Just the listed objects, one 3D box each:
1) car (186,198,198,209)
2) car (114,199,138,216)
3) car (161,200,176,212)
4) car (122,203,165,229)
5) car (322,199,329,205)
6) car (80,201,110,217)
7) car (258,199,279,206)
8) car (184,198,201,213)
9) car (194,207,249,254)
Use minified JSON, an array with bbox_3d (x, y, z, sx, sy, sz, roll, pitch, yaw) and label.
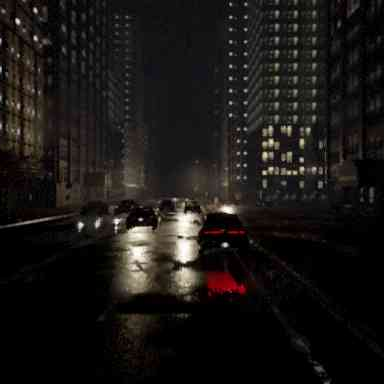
[{"bbox_3d":[0.030,1.793,53.395,1.837,1.490,4.892,0,0,1],"label":"car"},{"bbox_3d":[-6.582,1.534,34.279,2.097,1.767,4.553,0,0,0],"label":"car"},{"bbox_3d":[-3.154,1.752,42.273,1.812,1.442,4.674,0,0,0],"label":"car"},{"bbox_3d":[-3.154,1.684,22.465,1.994,1.385,4.181,0,0,0],"label":"car"},{"bbox_3d":[32.740,2.170,78.020,4.097,1.590,1.967,1,0,-1],"label":"car"},{"bbox_3d":[-9.834,1.659,33.959,1.882,1.535,5.008,0,0,0],"label":"car"},{"bbox_3d":[15.912,2.202,69.299,4.403,1.369,2.008,1,0,-1],"label":"car"},{"bbox_3d":[0.061,1.704,39.354,2.128,1.511,4.902,0,0,0],"label":"car"},{"bbox_3d":[1.136,1.580,13.803,1.837,1.490,4.892,0,0,0],"label":"car"}]
